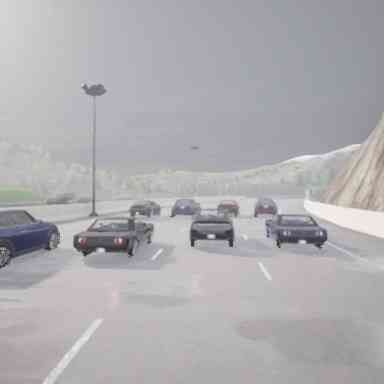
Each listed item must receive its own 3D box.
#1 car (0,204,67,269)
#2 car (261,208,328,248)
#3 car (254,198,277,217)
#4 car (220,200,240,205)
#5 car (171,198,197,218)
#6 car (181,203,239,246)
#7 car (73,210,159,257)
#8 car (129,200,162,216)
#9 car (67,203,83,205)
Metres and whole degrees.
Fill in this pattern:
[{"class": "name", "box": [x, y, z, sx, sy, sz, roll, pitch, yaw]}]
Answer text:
[{"class": "car", "box": [-6.376, 1.339, 11.318, 2.097, 1.767, 4.553, 0, 0, 4]}, {"class": "car", "box": [4.428, 1.612, 14.901, 1.895, 1.301, 4.718, 0, 0, 5]}, {"class": "car", "box": [7.020, 1.371, 31.841, 2.097, 1.767, 4.553, 0, 0, 11]}, {"class": "car", "box": [3.648, 1.489, 32.867, 1.882, 1.535, 5.008, 0, 0, 11]}, {"class": "car", "box": [-0.423, 1.354, 30.219, 2.097, 1.767, 4.553, 0, 0, 10]}, {"class": "car", "box": [0.965, 1.495, 15.247, 2.128, 1.511, 4.902, 0, 0, 5]}, {"class": "car", "box": [-2.768, 1.596, 12.987, 1.895, 1.301, 4.718, 0, 0, 5]}, {"class": "car", "box": [-4.080, 1.499, 29.725, 1.837, 1.490, 4.892, 0, 0, 10]}, {"class": "car", "box": [-17.308, 1.458, 50.983, 2.128, 1.511, 4.902, 0, 0, 16]}]
